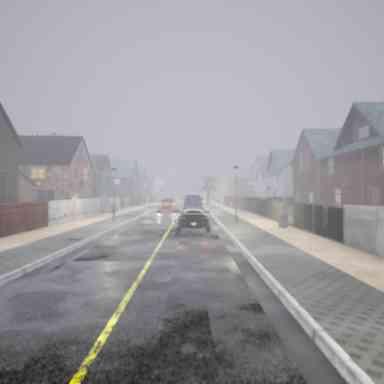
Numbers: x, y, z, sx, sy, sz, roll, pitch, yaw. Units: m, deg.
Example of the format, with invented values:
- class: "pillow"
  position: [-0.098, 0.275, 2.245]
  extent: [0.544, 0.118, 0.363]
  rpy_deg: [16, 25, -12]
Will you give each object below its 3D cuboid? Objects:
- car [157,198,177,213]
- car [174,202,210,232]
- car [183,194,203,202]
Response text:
- class: "car"
  position: [-2.762, 1.431, 38.062]
  extent: [2.097, 1.767, 4.553]
  rpy_deg: [0, 0, 0]
- class: "car"
  position: [0.088, 1.547, 20.169]
  extent: [1.812, 1.442, 4.674]
  rpy_deg: [0, 0, 0]
- class: "car"
  position: [0.103, 1.306, 39.225]
  extent: [2.150, 2.045, 5.566]
  rpy_deg: [0, 0, 0]
